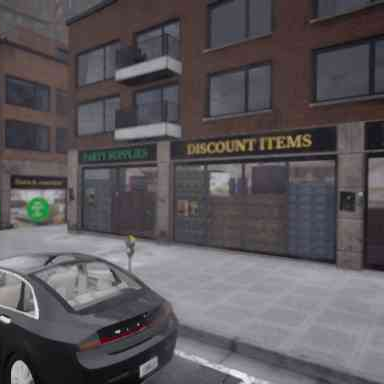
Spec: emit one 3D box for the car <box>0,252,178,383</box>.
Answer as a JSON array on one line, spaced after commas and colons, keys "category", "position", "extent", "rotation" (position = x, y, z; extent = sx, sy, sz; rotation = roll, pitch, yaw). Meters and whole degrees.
[{"category": "car", "position": [-2.214, 1.538, 4.664], "extent": [4.403, 1.369, 2.008], "rotation": [0, 1, 36]}]
